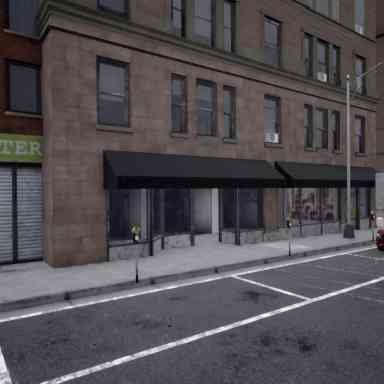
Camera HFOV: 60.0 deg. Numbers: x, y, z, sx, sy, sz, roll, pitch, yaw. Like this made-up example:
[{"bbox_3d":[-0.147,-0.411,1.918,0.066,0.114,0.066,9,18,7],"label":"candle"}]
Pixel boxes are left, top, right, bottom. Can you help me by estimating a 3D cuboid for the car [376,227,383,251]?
[{"bbox_3d":[8.843,1.541,12.854,4.507,1.381,1.887,0,-1,-36],"label":"car"}]
